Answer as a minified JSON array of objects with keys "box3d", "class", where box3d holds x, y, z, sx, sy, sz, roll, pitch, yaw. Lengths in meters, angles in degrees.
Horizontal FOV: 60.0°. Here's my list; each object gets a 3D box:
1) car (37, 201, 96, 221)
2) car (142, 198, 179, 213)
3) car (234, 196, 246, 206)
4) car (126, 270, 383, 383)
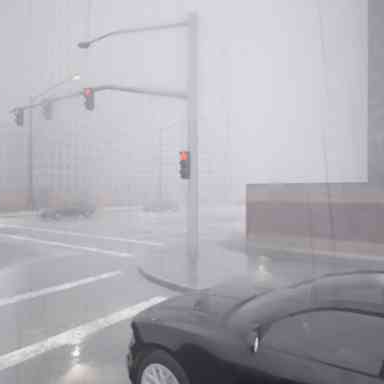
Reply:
[{"box3d":[-10.300,1.470,27.550,2.128,1.511,4.902,0,0,34],"class":"car"},{"box3d":[-3.442,1.483,36.982,1.837,1.490,4.892,0,0,36],"class":"car"},{"box3d":[8.541,1.457,53.360,1.882,1.535,5.008,0,0,36],"class":"car"},{"box3d":[1.557,1.477,2.895,5.008,1.535,1.882,0,0,37],"class":"car"}]
